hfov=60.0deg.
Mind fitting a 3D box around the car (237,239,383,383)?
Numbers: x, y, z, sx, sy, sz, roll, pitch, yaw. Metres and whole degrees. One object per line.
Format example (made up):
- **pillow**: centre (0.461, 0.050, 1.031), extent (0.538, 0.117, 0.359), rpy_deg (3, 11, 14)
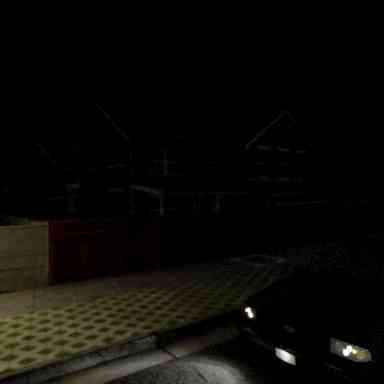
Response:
- **car**: centre (3.225, 1.542, 5.517), extent (5.357, 1.411, 2.033), rpy_deg (0, 0, -37)
